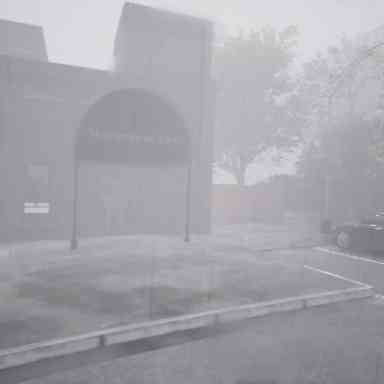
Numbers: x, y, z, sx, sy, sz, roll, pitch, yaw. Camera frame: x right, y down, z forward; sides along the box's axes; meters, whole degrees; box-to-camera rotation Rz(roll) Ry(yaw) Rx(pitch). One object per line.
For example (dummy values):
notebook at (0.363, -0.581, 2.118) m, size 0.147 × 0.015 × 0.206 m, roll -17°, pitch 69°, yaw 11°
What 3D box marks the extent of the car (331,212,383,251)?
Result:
car at (6.973, 1.380, 11.259) m, size 2.231 × 1.521 × 4.892 m, roll -1°, pitch 1°, yaw -22°
